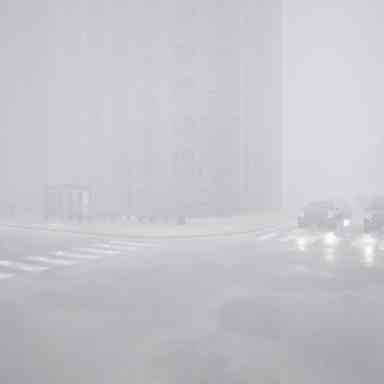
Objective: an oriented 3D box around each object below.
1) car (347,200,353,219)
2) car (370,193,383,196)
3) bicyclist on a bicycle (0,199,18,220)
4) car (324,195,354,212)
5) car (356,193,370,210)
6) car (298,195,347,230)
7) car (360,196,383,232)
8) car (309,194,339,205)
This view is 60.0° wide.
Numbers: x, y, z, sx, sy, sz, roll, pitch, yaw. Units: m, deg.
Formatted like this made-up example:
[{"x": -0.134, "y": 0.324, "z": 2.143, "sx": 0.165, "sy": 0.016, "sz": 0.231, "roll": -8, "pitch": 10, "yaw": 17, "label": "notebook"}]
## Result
[{"x": 12.575, "y": 1.495, "z": 28.389, "sx": 1.994, "sy": 1.385, "sz": 4.181, "roll": 0, "pitch": 0, "yaw": 29, "label": "car"}, {"x": 15.963, "y": 1.149, "z": 27.226, "sx": 2.150, "sy": 2.045, "sz": 5.566, "roll": 0, "pitch": 0, "yaw": 28, "label": "car"}, {"x": -14.161, "y": 1.331, "z": 25.590, "sx": 0.582, "sy": 1.620, "sz": 1.656, "roll": 0, "pitch": 0, "yaw": 32, "label": "bicyclist on a bicycle"}, {"x": 16.526, "y": 1.265, "z": 37.665, "sx": 2.097, "sy": 1.767, "sz": 4.553, "roll": 0, "pitch": 0, "yaw": 11, "label": "car"}, {"x": 20.038, "y": 1.130, "z": 37.124, "sx": 2.150, "sy": 2.045, "sz": 5.566, "roll": 0, "pitch": 0, "yaw": 12, "label": "car"}, {"x": 8.184, "y": 1.300, "z": 20.946, "sx": 2.097, "sy": 1.767, "sz": 4.553, "roll": 0, "pitch": 0, "yaw": 32, "label": "car"}, {"x": 11.092, "y": 1.298, "z": 18.993, "sx": 2.097, "sy": 1.767, "sz": 4.553, "roll": 0, "pitch": 0, "yaw": 31, "label": "car"}, {"x": 21.952, "y": 1.233, "z": 55.377, "sx": 2.097, "sy": 1.767, "sz": 4.553, "roll": 0, "pitch": 0, "yaw": -20, "label": "car"}]
